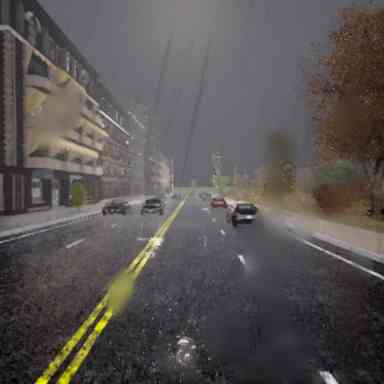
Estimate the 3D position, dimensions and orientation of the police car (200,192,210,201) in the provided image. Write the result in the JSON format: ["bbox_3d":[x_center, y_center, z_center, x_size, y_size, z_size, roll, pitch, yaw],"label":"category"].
[{"bbox_3d":[3.245,1.012,69.107,2.038,1.542,4.974,0,0,0],"label":"police car"}]

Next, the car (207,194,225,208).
[{"bbox_3d":[3.347,1.257,42.682,1.994,1.385,4.181,0,0,0],"label":"car"}]

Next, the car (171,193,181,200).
[{"bbox_3d":[-3.255,0.955,70.326,1.994,1.385,4.181,0,0,0],"label":"car"}]

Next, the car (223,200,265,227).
[{"bbox_3d":[3.348,1.408,21.425,1.994,1.385,4.181,0,0,0],"label":"car"}]

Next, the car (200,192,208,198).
[{"bbox_3d":[3.243,0.855,91.137,2.163,1.488,4.792,0,0,0],"label":"car"}]

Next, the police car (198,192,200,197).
[{"bbox_3d":[3.244,0.934,80.107,2.038,1.542,4.974,0,0,0],"label":"police car"}]

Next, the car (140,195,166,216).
[{"bbox_3d":[-3.338,1.295,29.221,1.837,1.490,4.892,0,0,0],"label":"car"}]

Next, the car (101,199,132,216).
[{"bbox_3d":[-6.586,1.352,29.419,1.994,1.385,4.181,0,0,0],"label":"car"}]

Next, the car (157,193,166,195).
[{"bbox_3d":[-6.505,0.818,70.951,2.033,1.411,5.357,0,0,0],"label":"car"}]
